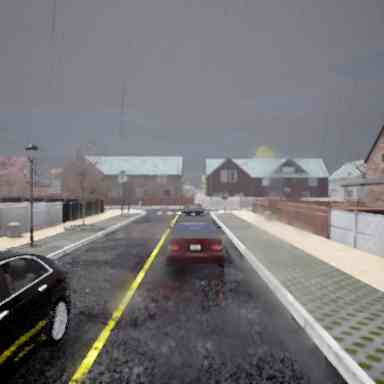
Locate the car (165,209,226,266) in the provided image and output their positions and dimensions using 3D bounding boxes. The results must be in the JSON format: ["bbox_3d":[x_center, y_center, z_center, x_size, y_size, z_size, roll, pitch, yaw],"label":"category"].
[{"bbox_3d":[0.096,1.544,11.495,2.033,1.411,5.357,0,0,0],"label":"car"}]

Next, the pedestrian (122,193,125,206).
[{"bbox_3d":[-9.359,1.044,45.734,0.375,1.860,0.375,0,0,1],"label":"pedestrian"}]

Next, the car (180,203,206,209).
[{"bbox_3d":[0.093,1.542,24.963,2.033,1.411,5.357,0,0,0],"label":"car"}]

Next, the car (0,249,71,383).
[{"bbox_3d":[-2.850,1.504,3.521,1.837,1.490,4.892,0,0,0],"label":"car"}]
